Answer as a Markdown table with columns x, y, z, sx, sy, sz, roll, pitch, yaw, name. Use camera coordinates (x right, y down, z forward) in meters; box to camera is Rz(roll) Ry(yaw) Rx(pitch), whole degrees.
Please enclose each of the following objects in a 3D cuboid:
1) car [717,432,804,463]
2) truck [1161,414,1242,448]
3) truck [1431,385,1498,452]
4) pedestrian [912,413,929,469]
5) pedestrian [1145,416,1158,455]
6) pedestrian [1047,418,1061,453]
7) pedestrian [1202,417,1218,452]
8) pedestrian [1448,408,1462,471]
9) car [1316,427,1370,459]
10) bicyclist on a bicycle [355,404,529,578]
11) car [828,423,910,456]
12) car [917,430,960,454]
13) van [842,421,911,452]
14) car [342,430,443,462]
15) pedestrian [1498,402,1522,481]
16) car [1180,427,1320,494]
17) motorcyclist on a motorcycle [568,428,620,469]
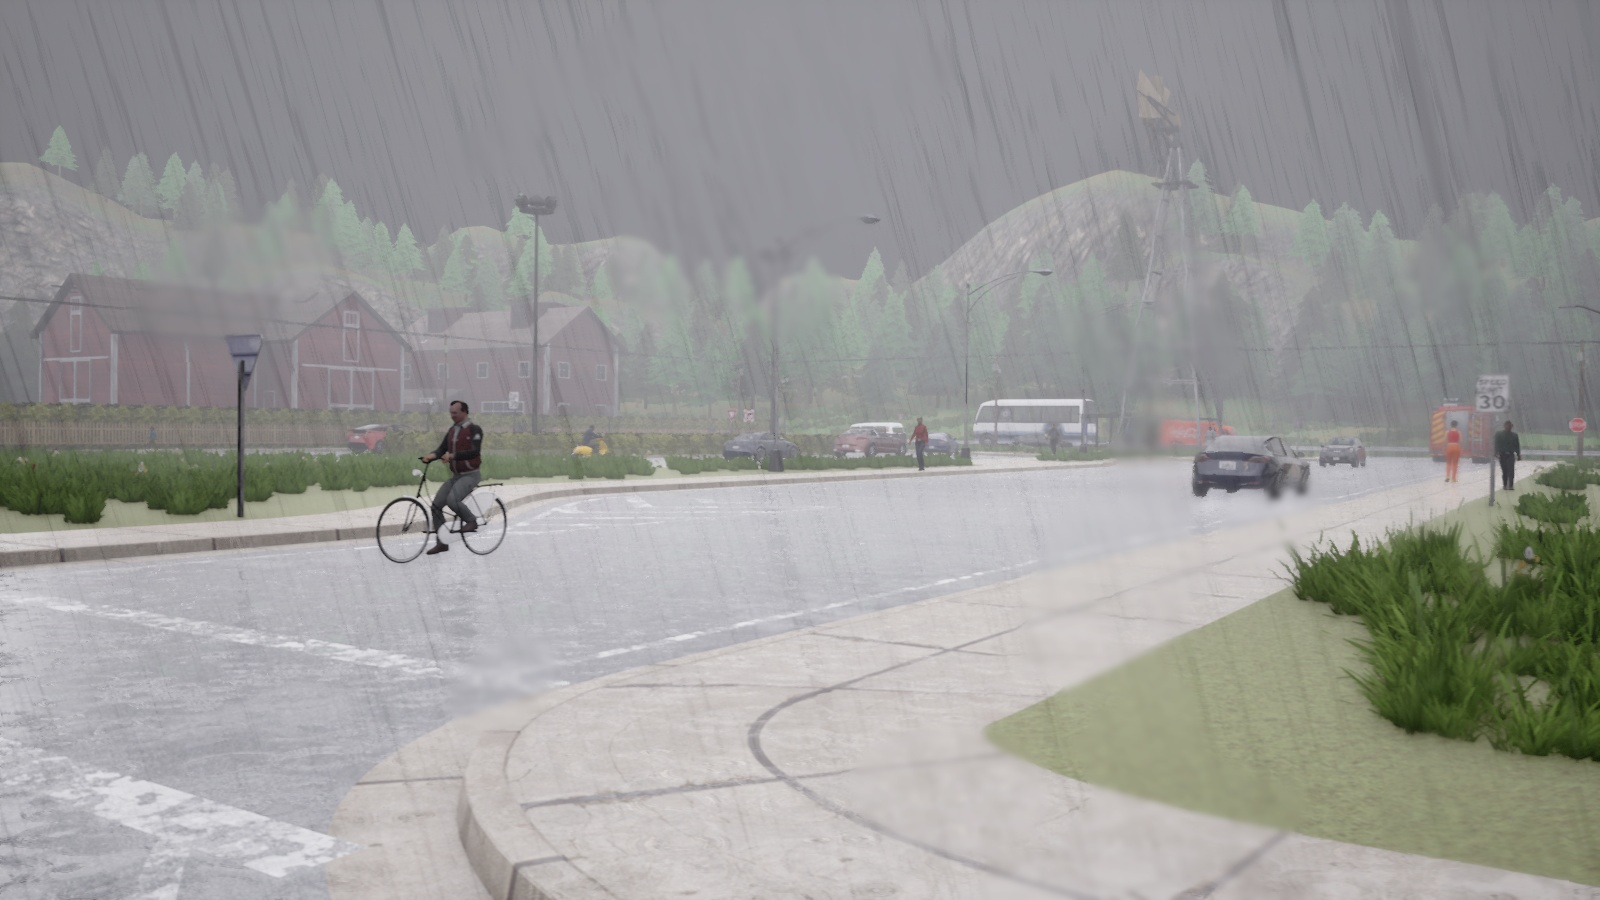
| x | y | z | sx | sy | sz | roll | pitch | yaw | name |
| --- | --- | --- | --- | --- | --- | --- | --- | --- | --- |
| -1.791 | -0.135 | 58.583 | 1.994 | 1.385 | 4.181 | 0 | 1 | 33 | car |
| 29.602 | -1.402 | 92.592 | 5.204 | 2.467 | 2.627 | 0 | 1 | 34 | truck |
| 40.398 | -1.873 | 76.205 | 2.891 | 3.827 | 8.468 | 0 | 1 | 33 | truck |
| 4.002 | -0.304 | 41.701 | 0.331 | 1.846 | 0.636 | 0 | 1 | 32 | pedestrian |
| 17.576 | -0.715 | 62.731 | 0.396 | 1.930 | 0.692 | 0 | 1 | 37 | pedestrian |
| 13.477 | -0.758 | 66.701 | 0.540 | 1.848 | 0.694 | 0 | 1 | 30 | pedestrian |
| 23.093 | -0.874 | 70.747 | 0.659 | 1.952 | 0.873 | 0 | 1 | 34 | pedestrian |
| 19.224 | -0.308 | 36.854 | 0.345 | 1.836 | 0.594 | 0 | 1 | 29 | pedestrian |
| 26.264 | -0.371 | 60.710 | 1.845 | 1.501 | 3.633 | 0 | 1 | 33 | car |
| -3.884 | 0.403 | 13.759 | 0.659 | 1.776 | 1.843 | 0 | 1 | 33 | bicyclist on a bicycle |
| 3.751 | -0.586 | 67.080 | 2.152 | 1.651 | 5.027 | 0 | 1 | 33 | car |
| 8.416 | -0.508 | 76.041 | 1.812 | 1.442 | 4.674 | 0 | 1 | 17 | car |
| 5.172 | -0.947 | 85.608 | 2.069 | 2.038 | 4.480 | -1 | 1 | -44 | van |
| -20.142 | -0.211 | 62.239 | 2.007 | 1.525 | 4.514 | 0 | 1 | 33 | car |
| 17.899 | -0.220 | 31.667 | 0.423 | 1.949 | 0.788 | 0 | 1 | 23 | pedestrian |
| 11.005 | 0.183 | 30.475 | 2.163 | 1.488 | 4.792 | 0 | 1 | 33 | car |
| -8.253 | -0.076 | 50.238 | 1.817 | 1.590 | 0.866 | -1 | -1 | -35 | motorcyclist on a motorcycle |
